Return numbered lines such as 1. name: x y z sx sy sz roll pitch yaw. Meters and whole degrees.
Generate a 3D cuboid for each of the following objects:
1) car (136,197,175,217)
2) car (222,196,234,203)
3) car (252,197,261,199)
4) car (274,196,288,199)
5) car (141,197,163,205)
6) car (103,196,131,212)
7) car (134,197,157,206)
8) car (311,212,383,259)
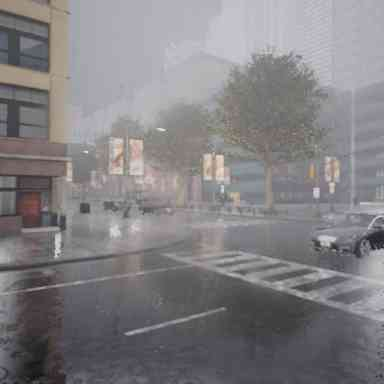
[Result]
1. car: -3.555 1.590 33.063 2.128 1.511 4.902 0 0 -36
2. car: 7.651 1.723 76.464 2.161 1.482 4.786 0 0 -36
3. car: 17.309 1.844 82.903 1.895 1.301 4.718 0 0 -36
4. car: 18.120 1.656 68.970 2.002 1.452 4.674 0 0 -36
5. car: -7.935 1.682 65.228 2.128 1.511 4.902 0 0 -36
6. car: -9.277 1.450 41.074 2.097 1.767 4.553 0 0 -35
7. car: -8.367 1.647 59.650 1.882 1.535 5.008 0 0 -36
8. car: 6.642 1.571 13.011 4.902 1.511 2.128 0 0 -35
